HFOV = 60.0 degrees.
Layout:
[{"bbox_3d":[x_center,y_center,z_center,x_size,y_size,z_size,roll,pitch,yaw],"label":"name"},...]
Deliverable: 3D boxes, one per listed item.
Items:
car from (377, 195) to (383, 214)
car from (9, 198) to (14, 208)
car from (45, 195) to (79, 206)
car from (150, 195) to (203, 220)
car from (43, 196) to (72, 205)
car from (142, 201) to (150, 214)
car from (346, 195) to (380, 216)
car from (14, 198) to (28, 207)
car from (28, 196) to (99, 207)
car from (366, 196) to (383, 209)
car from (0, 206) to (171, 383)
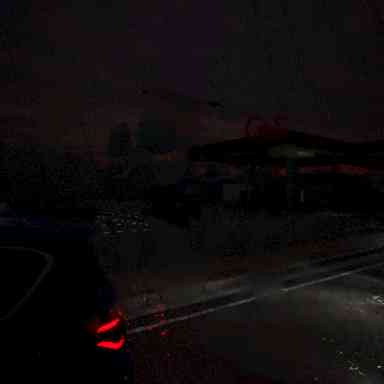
[{"bbox_3d":[7.803,1.168,9.481,5.566,2.045,2.150,0,0,-36],"label":"car"},{"bbox_3d":[-21.761,1.474,43.426,3.633,1.501,1.845,0,0,-36],"label":"car"},{"bbox_3d":[-22.427,1.448,57.525,5.027,1.636,2.152,0,0,-36],"label":"car"},{"bbox_3d":[-0.984,1.199,26.656,3.866,1.878,1.905,0,0,-36],"label":"car"},{"bbox_3d":[-24.298,1.457,60.044,4.514,1.523,2.007,0,0,-36],"label":"car"},{"bbox_3d":[-2.423,1.480,29.715,3.806,1.475,1.970,0,0,-36],"label":"car"},{"bbox_3d":[17.154,1.266,30.415,2.150,2.045,5.566,0,0,-36],"label":"car"},{"bbox_3d":[-15.973,1.453,35.281,4.514,1.523,2.007,0,0,-36],"label":"car"},{"bbox_3d":[-9.293,1.256,24.742,4.605,1.855,1.932,0,0,-36],"label":"car"},{"bbox_3d":[26.968,1.444,46.025,2.242,1.667,4.611,0,0,-36],"label":"car"},{"bbox_3d":[-3.068,1.231,1.801,5.566,2.045,2.150,0,0,-35],"label":"car"}]
